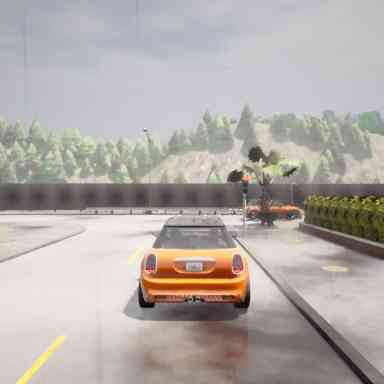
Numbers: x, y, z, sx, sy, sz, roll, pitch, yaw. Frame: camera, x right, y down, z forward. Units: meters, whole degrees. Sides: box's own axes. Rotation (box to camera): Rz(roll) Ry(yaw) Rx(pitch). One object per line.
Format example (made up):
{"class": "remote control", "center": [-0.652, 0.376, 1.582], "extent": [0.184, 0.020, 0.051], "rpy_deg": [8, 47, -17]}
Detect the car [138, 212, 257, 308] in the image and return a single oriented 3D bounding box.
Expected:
{"class": "car", "center": [0.060, 1.352, 8.067], "extent": [2.097, 1.767, 4.553], "rpy_deg": [0, 0, 0]}

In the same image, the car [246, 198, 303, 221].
{"class": "car", "center": [6.349, 1.352, 26.225], "extent": [4.553, 1.767, 2.097], "rpy_deg": [0, 0, 0]}
